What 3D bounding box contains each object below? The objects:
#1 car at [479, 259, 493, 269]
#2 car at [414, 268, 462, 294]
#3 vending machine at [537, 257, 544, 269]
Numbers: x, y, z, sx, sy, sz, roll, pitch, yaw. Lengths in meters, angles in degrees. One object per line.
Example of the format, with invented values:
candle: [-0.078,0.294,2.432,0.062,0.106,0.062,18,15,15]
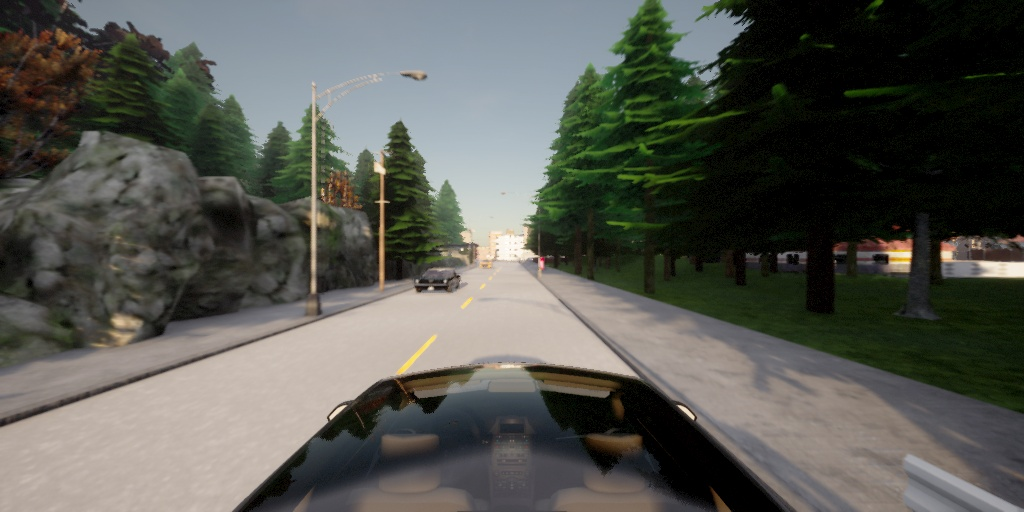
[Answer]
car: [-3.998,1.228,55.743,1.882,1.535,5.008,0,0,1]
car: [-4.084,1.350,20.310,1.895,1.301,4.718,0,0,0]
vending machine: [4.328,1.169,53.780,1.100,2.100,0.880,0,0,0]
